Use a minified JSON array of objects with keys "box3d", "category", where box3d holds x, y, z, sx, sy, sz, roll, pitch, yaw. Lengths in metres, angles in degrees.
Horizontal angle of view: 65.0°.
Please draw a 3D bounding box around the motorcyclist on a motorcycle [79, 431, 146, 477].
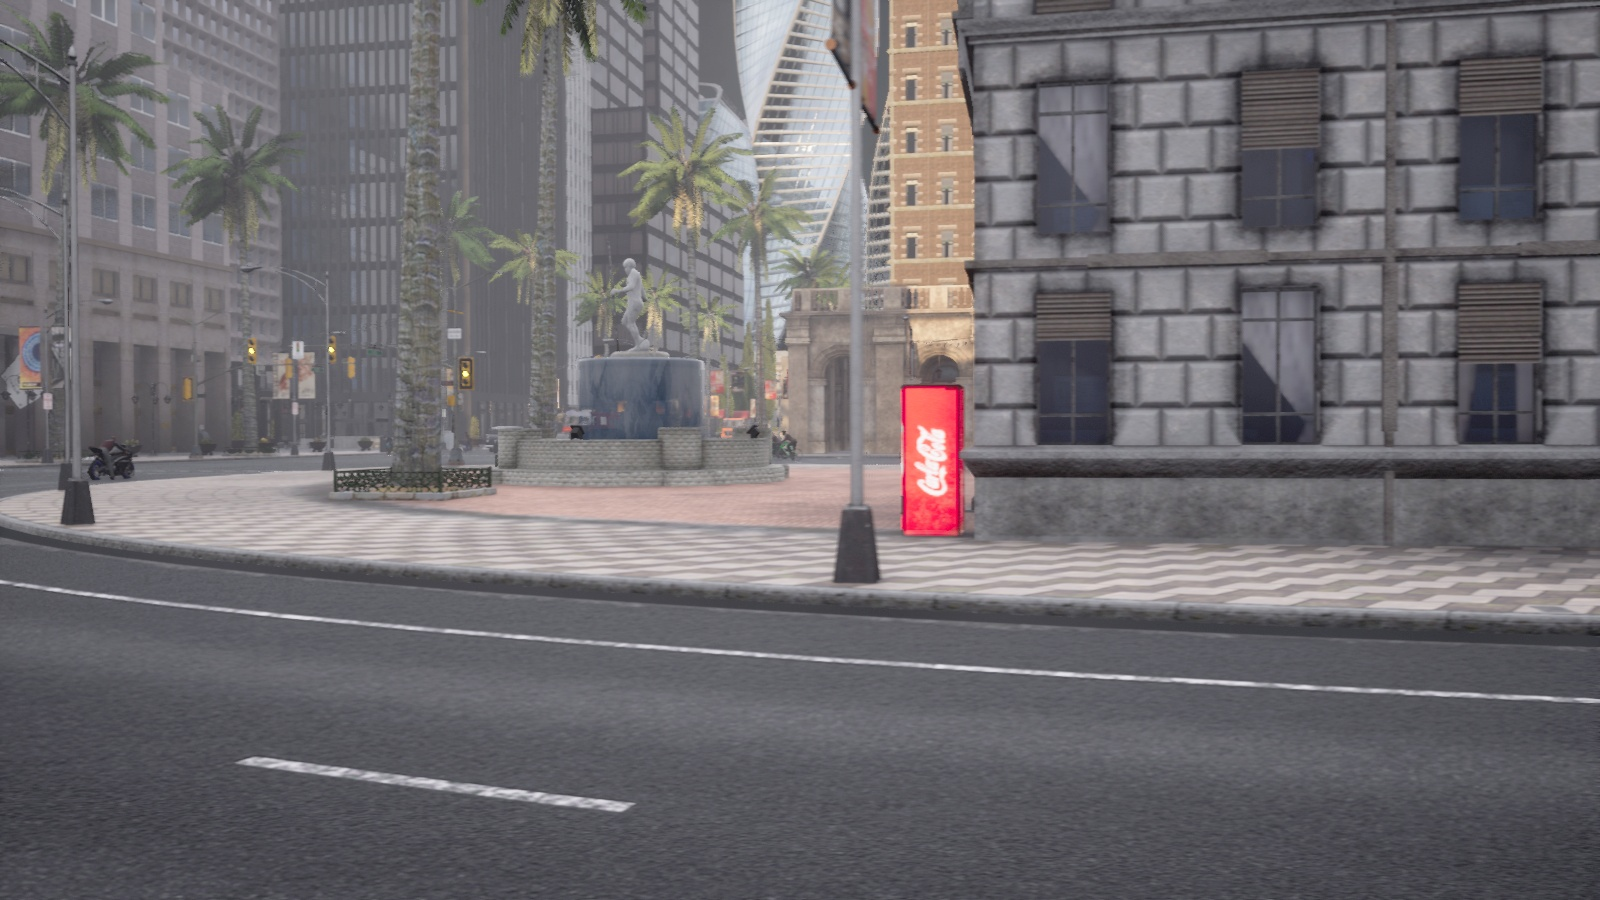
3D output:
[{"box3d":[-23.469,0.119,42.916,0.866,1.530,2.191,0,1,8],"category":"motorcyclist on a motorcycle"}]
